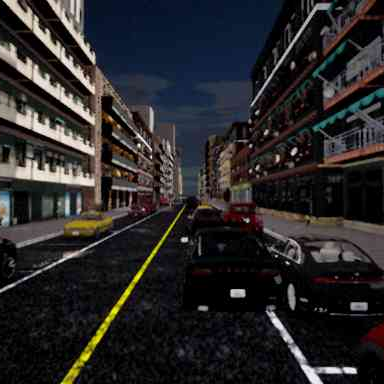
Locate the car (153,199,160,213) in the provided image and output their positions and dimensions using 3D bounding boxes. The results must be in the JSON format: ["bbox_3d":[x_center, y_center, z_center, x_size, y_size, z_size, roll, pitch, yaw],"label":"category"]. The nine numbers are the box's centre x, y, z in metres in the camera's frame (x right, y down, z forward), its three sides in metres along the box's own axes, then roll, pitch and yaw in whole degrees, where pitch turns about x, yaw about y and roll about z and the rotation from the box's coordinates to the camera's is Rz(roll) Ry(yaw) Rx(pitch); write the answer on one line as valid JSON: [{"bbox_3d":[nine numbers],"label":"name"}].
[{"bbox_3d":[-5.680,1.742,41.368,2.192,1.841,5.009,0,-1,0],"label":"car"}]

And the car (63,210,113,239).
[{"bbox_3d":[-5.686,1.720,18.650,1.752,1.417,4.829,0,-1,0],"label":"car"}]

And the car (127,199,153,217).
[{"bbox_3d":[-5.682,1.810,35.730,1.967,1.590,4.097,0,-1,0],"label":"car"}]

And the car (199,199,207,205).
[{"bbox_3d":[2.707,2.369,80.812,1.887,1.381,4.507,0,-1,0],"label":"car"}]

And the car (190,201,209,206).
[{"bbox_3d":[0.904,1.708,24.230,1.801,1.575,5.366,0,-1,0],"label":"car"}]

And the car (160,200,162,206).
[{"bbox_3d":[-5.681,2.066,47.001,1.802,1.307,4.206,0,-1,0],"label":"car"}]

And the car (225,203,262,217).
[{"bbox_3d":[2.696,1.512,18.817,2.192,1.841,5.009,0,-1,0],"label":"car"}]

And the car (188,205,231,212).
[{"bbox_3d":[0.825,1.700,18.043,1.837,1.490,4.892,0,-1,0],"label":"car"}]

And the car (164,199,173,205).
[{"bbox_3d":[-5.673,2.369,80.818,1.887,1.381,4.507,0,-1,0],"label":"car"}]

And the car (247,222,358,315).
[{"bbox_3d":[2.693,1.631,7.542,2.008,1.369,4.403,0,-1,0],"label":"car"}]

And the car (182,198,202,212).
[{"bbox_3d":[0.026,1.972,45.324,1.837,1.490,4.892,0,-1,0],"label":"car"}]

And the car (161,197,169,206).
[{"bbox_3d":[-5.674,2.026,69.548,2.192,1.841,5.009,0,-1,0],"label":"car"}]

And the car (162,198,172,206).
[{"bbox_3d":[-5.674,2.208,75.182,1.967,1.590,4.097,0,-1,0],"label":"car"}]

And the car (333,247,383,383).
[{"bbox_3d":[2.692,1.462,1.908,1.967,1.590,4.097,0,-1,0],"label":"car"}]

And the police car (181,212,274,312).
[{"bbox_3d":[0.756,1.512,8.148,1.930,1.638,5.238,0,-1,0],"label":"police car"}]

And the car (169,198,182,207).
[{"bbox_3d":[-2.987,2.036,66.842,2.097,1.767,4.553,0,-1,0],"label":"car"}]

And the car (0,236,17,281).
[{"bbox_3d":[-5.688,1.646,7.547,1.947,1.339,4.313,0,-1,0],"label":"car"}]

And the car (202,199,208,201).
[{"bbox_3d":[2.705,2.239,69.710,1.752,1.417,4.829,0,-1,0],"label":"car"}]
